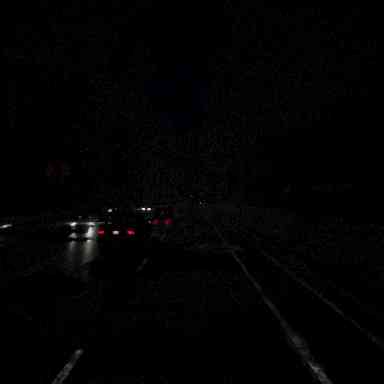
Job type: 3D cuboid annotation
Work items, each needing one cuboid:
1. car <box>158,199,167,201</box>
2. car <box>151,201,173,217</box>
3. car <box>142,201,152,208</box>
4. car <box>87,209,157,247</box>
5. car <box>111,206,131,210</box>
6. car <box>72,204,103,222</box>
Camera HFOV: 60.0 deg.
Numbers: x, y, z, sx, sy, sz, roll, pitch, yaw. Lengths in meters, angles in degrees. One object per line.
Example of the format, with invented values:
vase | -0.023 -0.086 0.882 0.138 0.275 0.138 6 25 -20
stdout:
car | -6.494 2.444 72.642 2.150 2.045 5.566 0 -1 0
car | -3.150 2.096 37.761 1.812 1.442 4.674 0 -1 0
car | -9.744 2.745 72.665 2.128 1.511 4.902 0 -1 0
car | -3.149 1.765 16.267 2.033 1.411 5.357 0 -1 0
car | -6.593 2.029 31.542 1.994 1.385 4.181 0 -1 0
car | -9.844 1.972 31.710 1.837 1.490 4.892 0 -1 0
